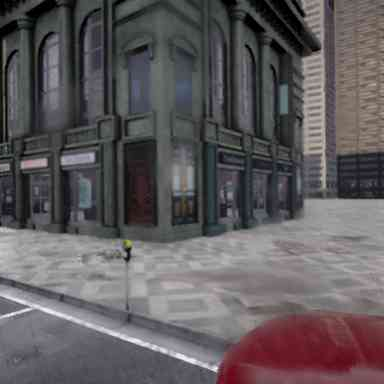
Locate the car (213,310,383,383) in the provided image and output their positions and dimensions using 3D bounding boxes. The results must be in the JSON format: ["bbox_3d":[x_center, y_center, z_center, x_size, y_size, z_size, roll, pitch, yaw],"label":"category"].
[{"bbox_3d":[2.346,1.301,1.294,5.009,1.841,2.192,-1,-1,35],"label":"car"}]
